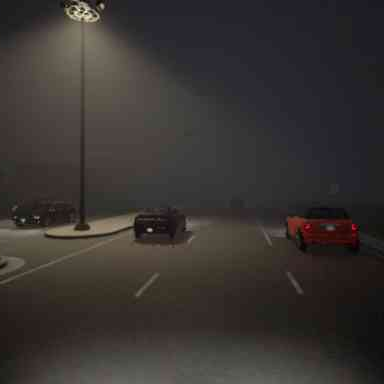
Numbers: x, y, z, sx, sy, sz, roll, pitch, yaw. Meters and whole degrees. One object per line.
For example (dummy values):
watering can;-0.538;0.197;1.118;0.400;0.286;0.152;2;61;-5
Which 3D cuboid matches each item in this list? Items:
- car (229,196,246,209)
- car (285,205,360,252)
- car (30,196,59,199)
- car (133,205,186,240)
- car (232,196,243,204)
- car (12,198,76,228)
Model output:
car;5.686;1.332;42.042;1.812;1.442;4.674;0;0;8
car;5.229;1.304;13.953;2.097;1.767;4.553;0;0;8
car;-11.955;1.157;26.174;2.097;1.767;4.553;0;0;8
car;-1.474;1.397;16.625;2.128;1.511;4.902;0;0;8
car;8.147;1.327;59.828;1.895;1.301;4.718;0;0;8
car;-9.152;1.350;21.105;1.837;1.490;4.892;0;0;8
